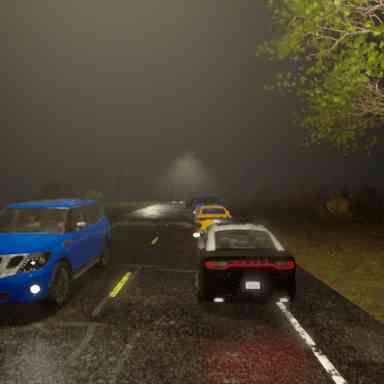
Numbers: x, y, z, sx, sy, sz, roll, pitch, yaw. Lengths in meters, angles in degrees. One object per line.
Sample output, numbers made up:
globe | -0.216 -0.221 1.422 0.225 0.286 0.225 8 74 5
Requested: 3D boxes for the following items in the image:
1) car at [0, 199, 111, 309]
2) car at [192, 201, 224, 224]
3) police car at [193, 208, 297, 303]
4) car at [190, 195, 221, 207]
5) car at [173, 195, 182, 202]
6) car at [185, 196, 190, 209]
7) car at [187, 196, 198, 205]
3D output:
car | -3.581 1.224 8.211 2.150 2.045 5.566 0 0 0
car | 1.091 1.482 18.287 1.882 1.535 5.008 0 0 0
police car | 1.069 1.428 8.396 1.930 1.638 5.238 0 0 0
car | 1.104 1.230 24.319 2.150 2.045 5.566 0 0 0
car | -3.328 1.492 77.468 1.882 1.535 5.008 0 0 0
car | 0.134 1.513 45.464 1.837 1.490 4.892 0 0 1
car | 0.131 1.488 59.390 1.882 1.535 5.008 0 0 0
